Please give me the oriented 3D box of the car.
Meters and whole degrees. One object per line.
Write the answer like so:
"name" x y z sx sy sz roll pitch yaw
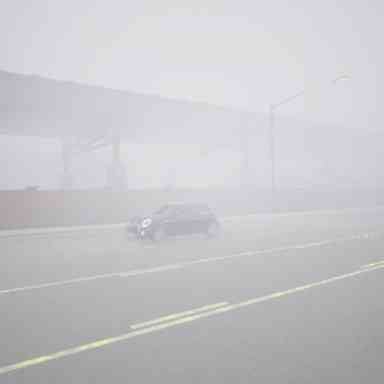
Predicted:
"car" -0.890 1.322 16.157 4.553 1.767 2.097 0 0 -35
